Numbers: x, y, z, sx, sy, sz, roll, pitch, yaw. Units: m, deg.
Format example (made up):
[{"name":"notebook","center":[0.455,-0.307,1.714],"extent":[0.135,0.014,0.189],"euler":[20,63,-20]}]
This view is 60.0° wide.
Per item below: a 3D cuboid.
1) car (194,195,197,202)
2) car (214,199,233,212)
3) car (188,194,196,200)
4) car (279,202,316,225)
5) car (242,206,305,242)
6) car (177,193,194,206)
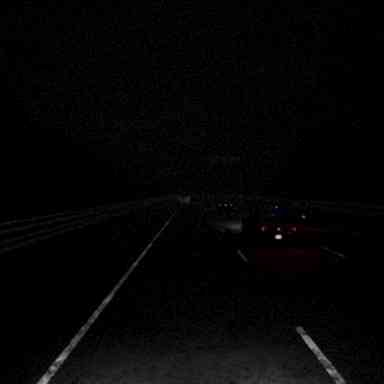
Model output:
[{"name":"car","center":[0.004,1.307,70.166],"extent":[1.837,1.490,4.892],"euler":[0,0,0]},{"name":"car","center":[3.603,1.472,38.233],"extent":[2.033,1.411,5.357],"euler":[0,0,0]},{"name":"car","center":[0.004,1.384,85.666],"extent":[1.837,1.490,4.892],"euler":[0,0,0]},{"name":"car","center":[7.101,1.426,23.614],"extent":[1.882,1.535,5.008],"euler":[0,0,0]},{"name":"car","center":[3.599,1.565,16.048],"extent":[1.895,1.301,4.718],"euler":[0,0,0]},{"name":"car","center":[-1.222,1.137,52.195],"extent":[2.150,2.045,5.566],"euler":[0,0,0]}]
